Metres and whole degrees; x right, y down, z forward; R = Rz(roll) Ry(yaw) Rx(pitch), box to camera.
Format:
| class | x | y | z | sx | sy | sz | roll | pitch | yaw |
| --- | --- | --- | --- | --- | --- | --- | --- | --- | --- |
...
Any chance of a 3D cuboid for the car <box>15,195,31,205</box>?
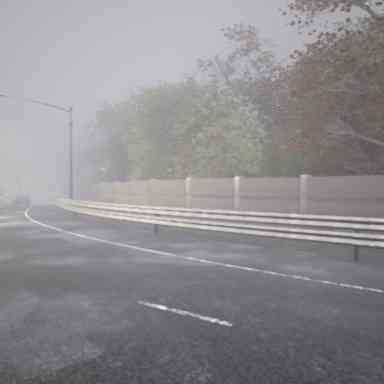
| class | x | y | z | sx | sy | sz | roll | pitch | yaw |
| --- | --- | --- | --- | --- | --- | --- | --- | --- | --- |
| car | -25.868 | 1.234 | 51.024 | 2.128 | 1.511 | 4.902 | 0 | -1 | -22 |
